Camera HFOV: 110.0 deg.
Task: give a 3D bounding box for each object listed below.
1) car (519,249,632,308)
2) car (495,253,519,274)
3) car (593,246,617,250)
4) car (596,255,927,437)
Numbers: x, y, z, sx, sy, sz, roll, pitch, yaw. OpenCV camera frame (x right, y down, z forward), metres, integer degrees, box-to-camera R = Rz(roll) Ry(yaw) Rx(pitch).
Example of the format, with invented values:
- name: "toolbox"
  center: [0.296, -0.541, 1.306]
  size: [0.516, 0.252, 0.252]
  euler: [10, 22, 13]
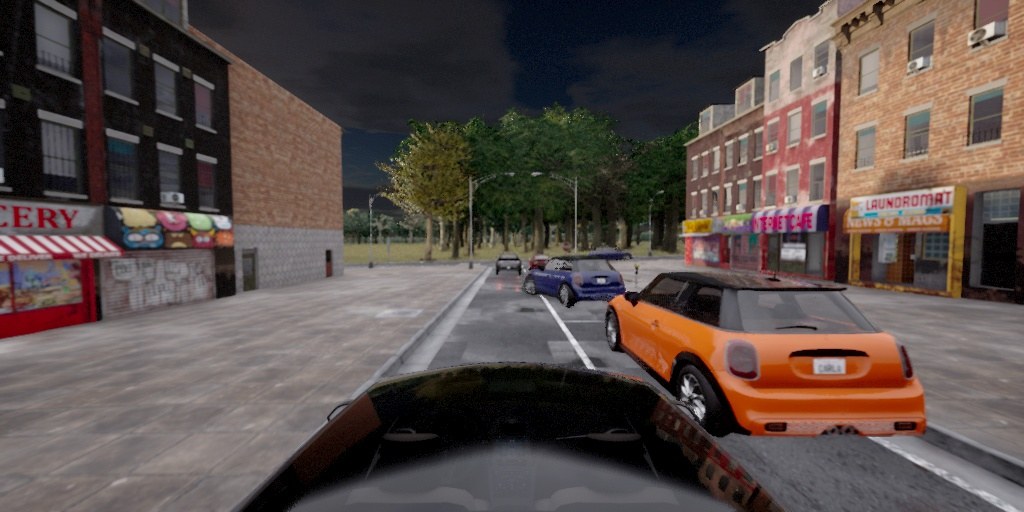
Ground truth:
- name: "car"
  center: [2.159, 0.753, 13.520]
  size: [2.097, 1.767, 4.553]
  euler: [-1, 2, -19]
- name: "car"
  center: [-0.239, 0.516, 26.658]
  size: [2.128, 1.511, 4.902]
  euler: [0, 2, 0]
- name: "car"
  center: [10.756, -0.260, 39.144]
  size: [4.553, 1.767, 2.097]
  euler: [-1, 3, -2]
- name: "car"
  center: [2.945, 0.989, 5.480]
  size: [2.097, 1.767, 4.553]
  euler: [0, 2, -1]
